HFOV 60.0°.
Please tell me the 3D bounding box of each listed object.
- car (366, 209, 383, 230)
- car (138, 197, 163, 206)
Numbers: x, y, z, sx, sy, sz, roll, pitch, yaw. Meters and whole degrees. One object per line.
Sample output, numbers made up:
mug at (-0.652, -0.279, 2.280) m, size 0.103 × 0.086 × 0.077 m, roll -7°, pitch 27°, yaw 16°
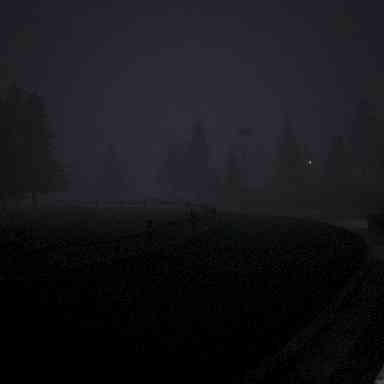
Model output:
car at (11.213, 1.556, 18.346) m, size 1.895 × 1.301 × 4.718 m, roll 0°, pitch 0°, yaw 12°
car at (-7.301, 1.573, 57.644) m, size 4.892 × 1.490 × 1.837 m, roll 0°, pitch 0°, yaw 33°
